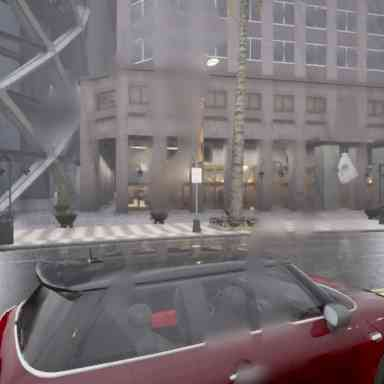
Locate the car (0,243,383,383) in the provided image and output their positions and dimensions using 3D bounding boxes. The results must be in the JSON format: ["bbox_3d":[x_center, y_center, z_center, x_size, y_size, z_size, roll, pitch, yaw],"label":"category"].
[{"bbox_3d":[0.394,1.352,3.492,4.553,1.767,2.097,0,0,-28],"label":"car"}]
